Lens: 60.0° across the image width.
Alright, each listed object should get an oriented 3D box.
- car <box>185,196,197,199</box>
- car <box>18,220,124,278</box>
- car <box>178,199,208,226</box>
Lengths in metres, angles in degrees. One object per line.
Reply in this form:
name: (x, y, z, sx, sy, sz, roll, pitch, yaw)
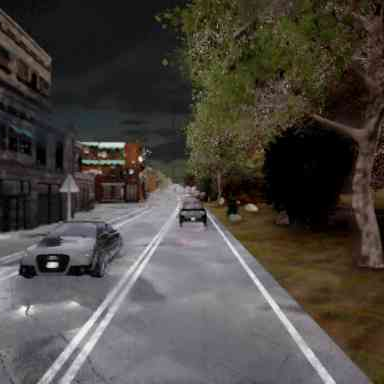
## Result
car: (-0.133, 1.317, 42.385, 2.097, 1.767, 4.553, 0, 0, -1)
car: (-3.355, 1.567, 10.004, 1.994, 1.385, 4.181, 0, 0, 0)
car: (0.064, 1.489, 23.456, 2.128, 1.511, 4.902, 0, 0, 0)
